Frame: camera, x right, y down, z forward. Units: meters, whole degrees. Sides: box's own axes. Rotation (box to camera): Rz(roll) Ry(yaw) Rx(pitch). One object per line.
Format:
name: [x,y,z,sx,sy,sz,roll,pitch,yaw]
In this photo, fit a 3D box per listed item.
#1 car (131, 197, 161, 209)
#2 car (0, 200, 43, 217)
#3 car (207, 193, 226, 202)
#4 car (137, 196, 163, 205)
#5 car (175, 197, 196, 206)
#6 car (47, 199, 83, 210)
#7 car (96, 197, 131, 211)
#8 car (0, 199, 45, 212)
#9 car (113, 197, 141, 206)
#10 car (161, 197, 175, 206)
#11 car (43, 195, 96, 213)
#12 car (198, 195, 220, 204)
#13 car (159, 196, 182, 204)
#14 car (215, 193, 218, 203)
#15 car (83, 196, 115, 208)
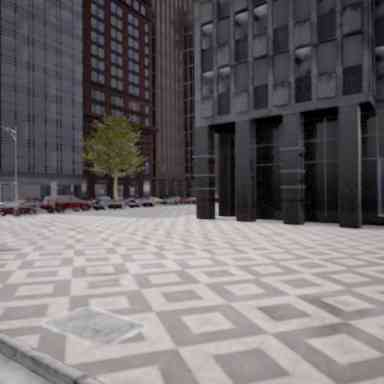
car: [-6.527,1.468,43.741,1.947,1.339,4.313,-1,0,35]
car: [-16.107,1.534,29.800,1.802,1.307,4.206,0,0,35]
car: [5.613,1.245,76.461,2.192,1.841,5.009,-1,0,35]
car: [-7.258,1.492,57.729,1.752,1.417,4.829,-1,0,35]
car: [-0.140,1.422,53.036,1.887,1.381,4.507,-1,0,34]
car: [-16.743,1.588,43.926,1.802,1.307,4.206,-1,0,35]
car: [-9.720,1.483,39.095,1.947,1.339,4.313,-1,0,35]
car: [-19.937,1.588,39.279,1.947,1.339,4.313,0,0,35]
car: [-10.355,1.560,53.221,1.802,1.307,4.206,-1,0,35]
car: [-2.713,1.453,53.919,2.033,1.411,5.357,-1,0,35]
car: [-12.915,1.248,34.449,2.192,1.841,5.009,-1,0,35]
car: [3.253,1.366,62.684,1.882,1.535,5.008,-1,0,34]
car: [-3.967,1.522,62.517,1.947,1.339,4.313,-1,0,35]
car: [3.052,1.182,57.684,2.192,1.841,5.009,-1,0,34]
car: [-13.551,1.431,48.574,1.967,1.590,4.097,-1,0,35]
